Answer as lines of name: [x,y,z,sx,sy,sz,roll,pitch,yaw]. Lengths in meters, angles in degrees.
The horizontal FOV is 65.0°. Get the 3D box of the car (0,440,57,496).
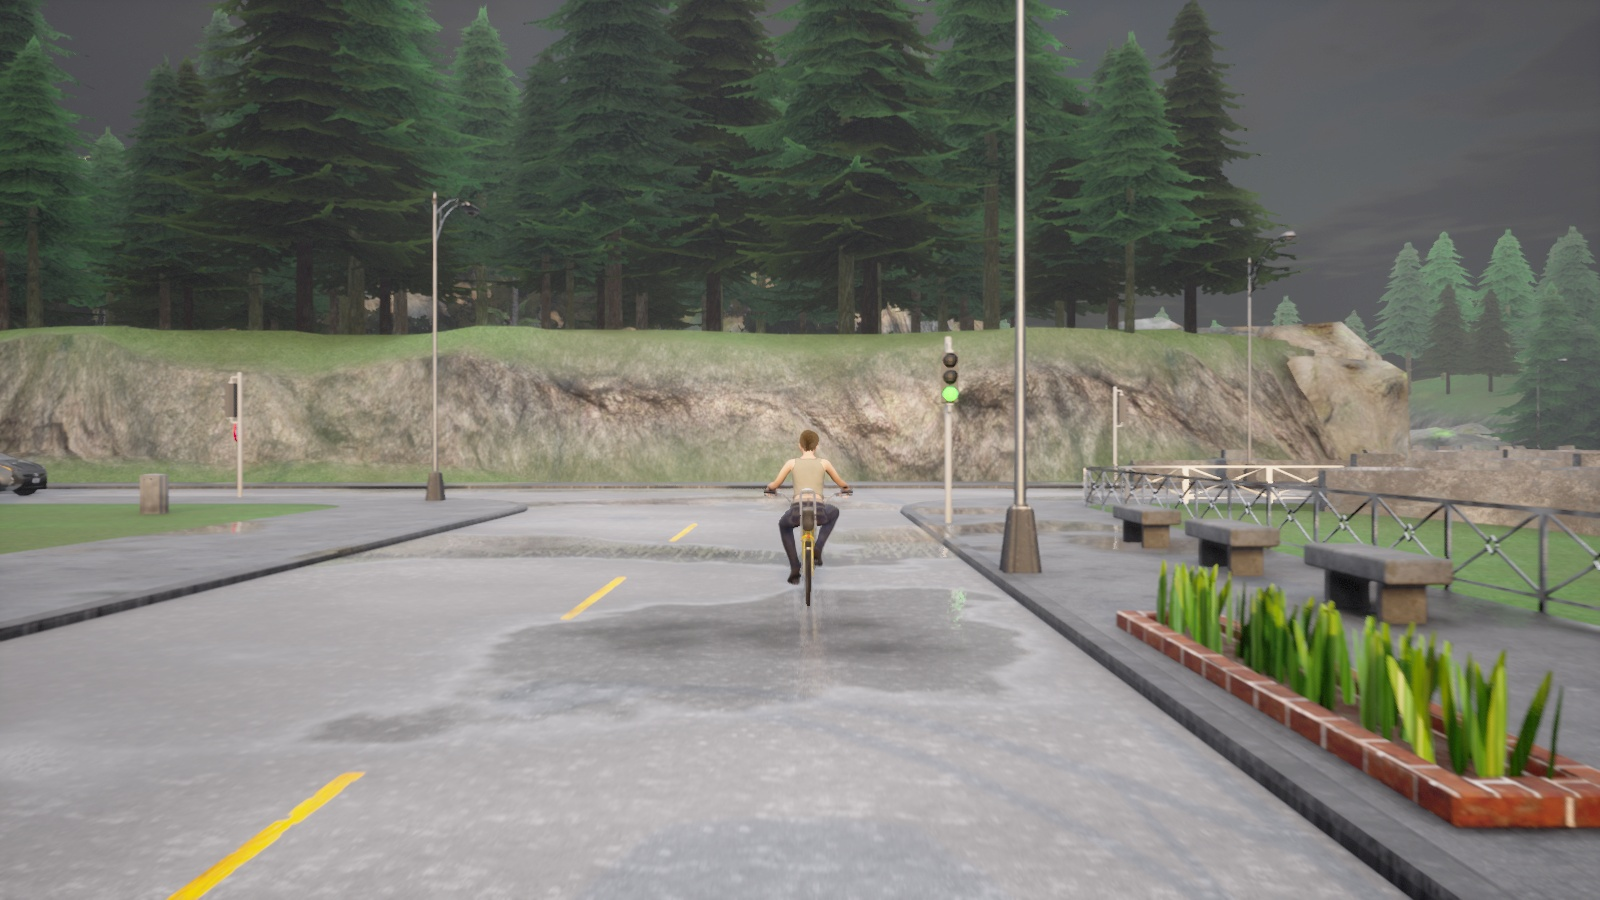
car: [-23.510,0.478,34.894,4.514,1.525,2.007,0,0,0]

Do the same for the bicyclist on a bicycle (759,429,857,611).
bicyclist on a bicycle: [0.079,0.616,11.872,0.866,1.612,1.509,0,0,1]
